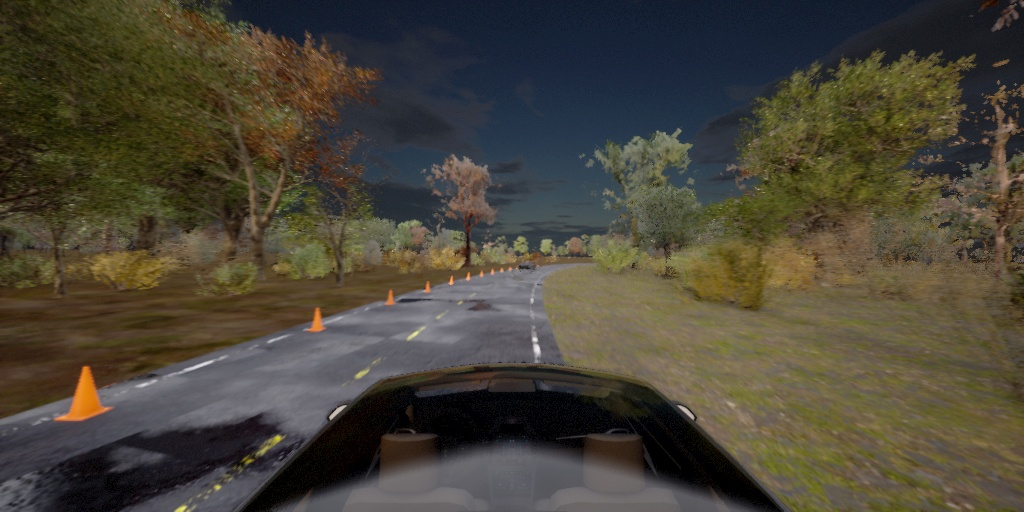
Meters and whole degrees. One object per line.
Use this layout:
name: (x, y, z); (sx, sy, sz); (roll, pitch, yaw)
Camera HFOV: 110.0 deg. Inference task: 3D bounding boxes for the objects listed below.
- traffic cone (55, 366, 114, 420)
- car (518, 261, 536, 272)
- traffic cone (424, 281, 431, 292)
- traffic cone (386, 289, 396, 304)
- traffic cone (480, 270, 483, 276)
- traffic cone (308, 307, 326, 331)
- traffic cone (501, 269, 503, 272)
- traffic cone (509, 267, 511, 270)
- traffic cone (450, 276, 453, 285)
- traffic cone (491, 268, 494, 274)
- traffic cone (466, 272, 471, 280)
traffic cone: (-5.230, 1.645, 4.399); (0.340, 0.580, 0.340); (0, 0, 0)
car: (2.018, 1.364, 48.019); (1.895, 1.301, 4.718); (1, 0, 12)
traffic cone: (-4.593, 1.649, 19.566); (0.340, 0.580, 0.340); (0, 0, 4)
traffic cone: (-4.920, 1.647, 14.516); (0.340, 0.580, 0.340); (0, 0, 3)
traffic cone: (-2.930, 1.666, 34.655); (0.340, 0.580, 0.340); (0, 0, 8)
traffic cone: (-5.132, 1.645, 9.460); (0.340, 0.580, 0.340); (0, 0, 2)
traffic cone: (-1.254, 1.682, 44.637); (0.340, 0.580, 0.340); (0, 0, 11)
traffic cone: (-0.248, 1.692, 49.597); (0.340, 0.580, 0.340); (0, 0, 12)
traffic cone: (-4.152, 1.654, 24.608); (0.340, 0.580, 0.340); (0, 0, 6)
traffic cone: (-2.148, 1.673, 39.655); (0.340, 0.580, 0.340); (0, 0, 10)
traffic cone: (-3.598, 1.659, 29.638); (0.340, 0.580, 0.340); (0, 0, 7)
